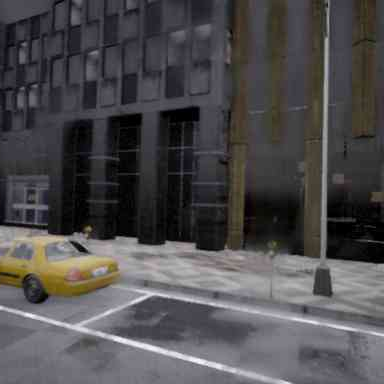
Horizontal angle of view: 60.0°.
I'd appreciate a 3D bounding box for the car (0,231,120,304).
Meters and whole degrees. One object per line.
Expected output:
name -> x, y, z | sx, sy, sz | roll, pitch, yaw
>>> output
car -> -4.063, 1.657, 8.277 | 4.829, 1.417, 1.752 | 1, -2, 27
